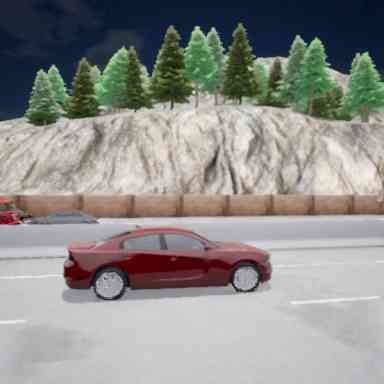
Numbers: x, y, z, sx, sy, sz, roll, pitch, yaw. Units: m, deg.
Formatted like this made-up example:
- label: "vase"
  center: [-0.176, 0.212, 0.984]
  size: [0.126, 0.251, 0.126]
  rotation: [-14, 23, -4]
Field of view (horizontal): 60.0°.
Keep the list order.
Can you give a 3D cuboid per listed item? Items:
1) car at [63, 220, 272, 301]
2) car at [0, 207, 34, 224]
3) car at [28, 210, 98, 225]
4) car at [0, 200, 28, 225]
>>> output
- label: "car"
  center: [-0.507, 1.582, 8.250]
  size: [5.008, 1.535, 1.882]
  rotation: [0, -1, -10]
- label: "car"
  center: [-15.808, 1.944, 27.377]
  size: [4.718, 1.301, 1.895]
  rotation: [0, -1, -4]
- label: "car"
  center: [-8.116, 1.829, 21.223]
  size: [4.181, 1.385, 1.994]
  rotation: [0, -1, -9]
- label: "car"
  center: [-11.936, 1.438, 17.172]
  size: [5.566, 2.045, 2.150]
  rotation: [0, 0, -5]
